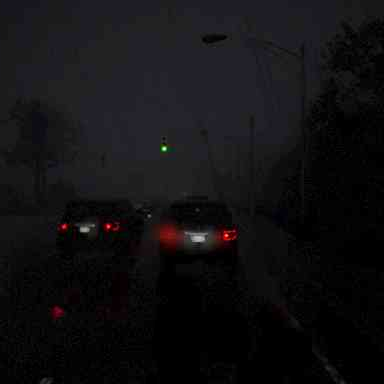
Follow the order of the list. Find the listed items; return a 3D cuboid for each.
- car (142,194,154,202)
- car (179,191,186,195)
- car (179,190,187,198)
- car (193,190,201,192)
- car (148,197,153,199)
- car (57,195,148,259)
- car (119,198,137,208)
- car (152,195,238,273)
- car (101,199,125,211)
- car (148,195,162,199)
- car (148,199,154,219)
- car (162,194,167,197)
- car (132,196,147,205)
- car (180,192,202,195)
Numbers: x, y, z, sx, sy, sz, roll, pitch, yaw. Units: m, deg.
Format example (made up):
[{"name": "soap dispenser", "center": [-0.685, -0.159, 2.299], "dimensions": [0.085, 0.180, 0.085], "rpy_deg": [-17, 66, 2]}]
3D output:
[{"name": "car", "center": [-9.393, 1.294, 71.530], "dimensions": [1.994, 1.385, 4.181], "rpy_deg": [0, 3, 1]}, {"name": "car", "center": [-2.377, 1.223, 72.418], "dimensions": [2.033, 1.411, 5.357], "rpy_deg": [0, 3, 1]}, {"name": "car", "center": [-2.195, 0.488, 82.833], "dimensions": [1.882, 1.535, 5.008], "rpy_deg": [0, 3, 1]}, {"name": "car", "center": [1.129, 1.020, 72.734], "dimensions": [2.097, 1.767, 4.553], "rpy_deg": [0, 3, 1]}, {"name": "car", "center": [-6.515, 1.697, 41.503], "dimensions": [1.895, 1.301, 4.718], "rpy_deg": [0, 0, 1]}, {"name": "car", "center": [-3.281, 1.253, 12.950], "dimensions": [2.150, 2.045, 5.566], "rpy_deg": [0, 0, 1]}, {"name": "car", "center": [-9.835, 1.645, 51.162], "dimensions": [1.812, 1.442, 4.674], "rpy_deg": [0, 0, 1]}, {"name": "car", "center": [0.194, 1.250, 10.919], "dimensions": [2.150, 2.045, 5.566], "rpy_deg": [0, 0, 1]}, {"name": "car", "center": [-9.996, 1.662, 42.482], "dimensions": [1.994, 1.385, 4.181], "rpy_deg": [0, 0, 1]}, {"name": "car", "center": [-6.345, 1.609, 50.671], "dimensions": [2.128, 1.511, 4.902], "rpy_deg": [0, 0, 1]}, {"name": "car", "center": [-3.068, 1.555, 26.916], "dimensions": [2.128, 1.511, 4.902], "rpy_deg": [0, 0, 1]}, {"name": "car", "center": [-6.116, 1.648, 60.947], "dimensions": [2.033, 1.411, 5.357], "rpy_deg": [0, 1, 2]}, {"name": "car", "center": [-9.599, 1.572, 61.496], "dimensions": [1.882, 1.535, 5.008], "rpy_deg": [0, 1, 2]}, {"name": "car", "center": [0.411, 1.283, 25.550], "dimensions": [2.150, 2.045, 5.566], "rpy_deg": [0, 0, 1]}]
